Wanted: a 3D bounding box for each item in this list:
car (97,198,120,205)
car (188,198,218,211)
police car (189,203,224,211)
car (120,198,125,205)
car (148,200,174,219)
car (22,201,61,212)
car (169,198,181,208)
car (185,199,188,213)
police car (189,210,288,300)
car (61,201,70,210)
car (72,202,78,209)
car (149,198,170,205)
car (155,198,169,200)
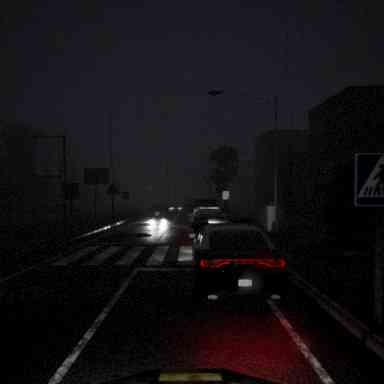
[{"bbox_3d":[-21.958,2.700,86.209,5.008,1.535,2.097,0,-1,0],"label":"car"},{"bbox_3d":[0.944,1.504,24.537,2.150,2.045,5.566,0,-1,0],"label":"car"},{"bbox_3d":[0.947,1.611,18.612,1.930,1.638,5.238,0,-1,0],"label":"police car"},{"bbox_3d":[-21.965,2.808,91.776,5.008,1.535,2.097,0,-1,0],"label":"car"},{"bbox_3d":[-3.381,1.926,34.441,2.128,1.511,4.902,0,-1,0],"label":"car"},{"bbox_3d":[-21.986,2.133,48.030,4.674,1.452,2.002,0,-1,0],"label":"car"},{"bbox_3d":[-3.283,2.440,68.675,1.882,1.535,5.008,0,-1,0],"label":"car"},{"bbox_3d":[-0.018,2.116,45.843,1.837,1.490,4.892,0,-1,0],"label":"car"},{"bbox_3d":[0.957,1.467,8.601,1.930,1.638,5.238,0,-1,0],"label":"police car"},{"bbox_3d":[-21.982,2.146,51.306,4.892,1.521,2.231,0,-1,0],"label":"car"},{"bbox_3d":[-21.991,2.196,54.579,5.008,1.535,2.097,0,-1,0],"label":"car"},{"bbox_3d":[-8.908,2.558,91.770,5.566,2.045,2.435,0,-1,0],"label":"car"},{"bbox_3d":[-8.875,2.755,88.964,4.892,1.521,2.231,0,-1,0],"label":"car"}]
